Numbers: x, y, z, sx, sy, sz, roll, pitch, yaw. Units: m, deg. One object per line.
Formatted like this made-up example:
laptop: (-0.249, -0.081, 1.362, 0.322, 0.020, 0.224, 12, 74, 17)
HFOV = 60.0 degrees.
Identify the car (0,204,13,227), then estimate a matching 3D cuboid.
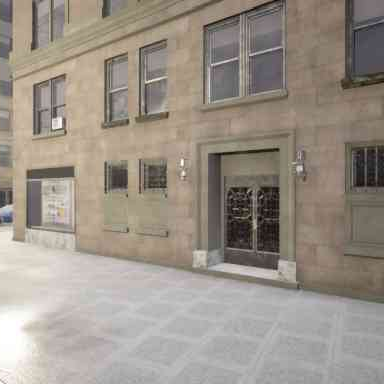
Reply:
car: (-11.889, 1.512, 23.033, 2.033, 1.411, 5.357, 0, 0, 39)
